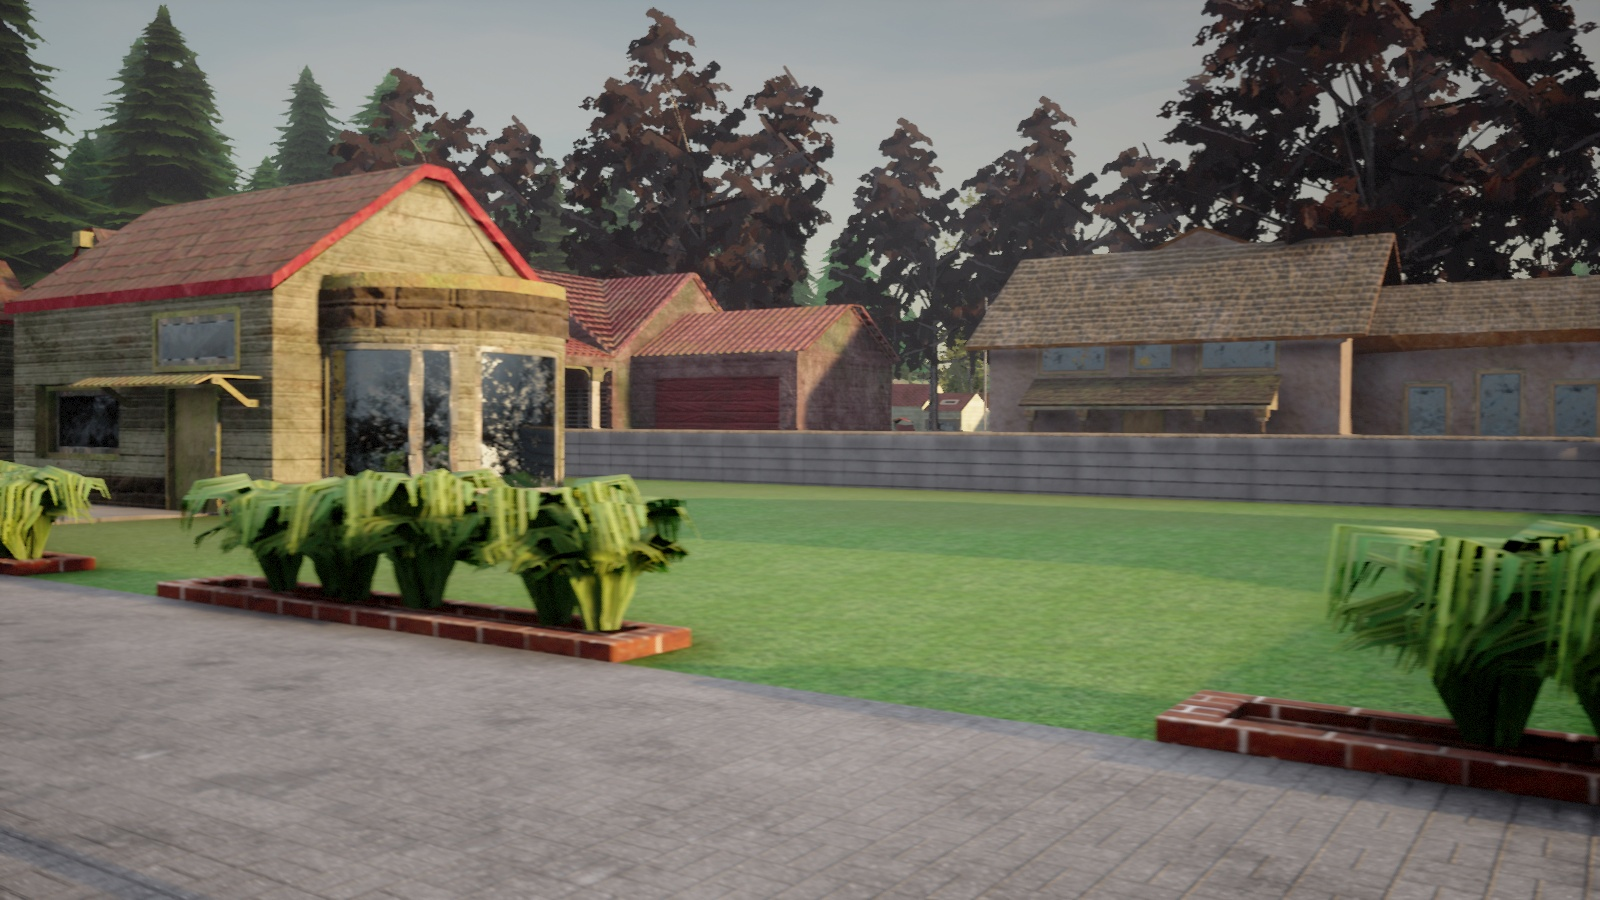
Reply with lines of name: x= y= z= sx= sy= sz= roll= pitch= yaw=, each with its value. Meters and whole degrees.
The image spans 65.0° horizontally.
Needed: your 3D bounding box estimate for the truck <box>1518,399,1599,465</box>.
truck: x=30.591 y=-0.689 z=48.124 sx=5.204 sy=2.467 sz=2.627 roll=0 pitch=1 yaw=34
